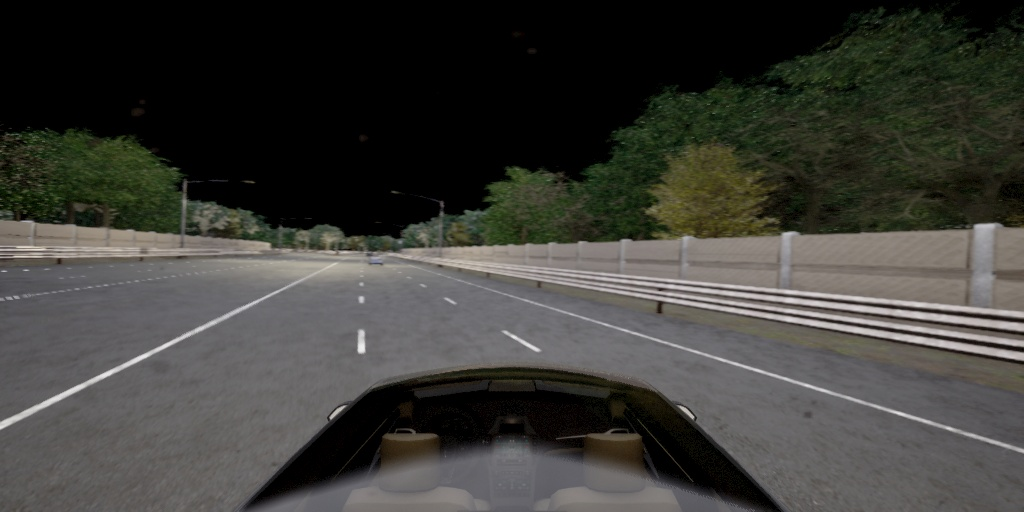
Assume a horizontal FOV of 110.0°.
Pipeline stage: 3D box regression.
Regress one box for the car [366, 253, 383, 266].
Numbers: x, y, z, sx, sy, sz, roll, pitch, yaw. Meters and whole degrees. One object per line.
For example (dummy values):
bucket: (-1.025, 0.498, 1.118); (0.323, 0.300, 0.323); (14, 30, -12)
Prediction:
car: (-19.591, 0.705, 51.525); (2.033, 1.411, 5.357); (2, 0, -23)
